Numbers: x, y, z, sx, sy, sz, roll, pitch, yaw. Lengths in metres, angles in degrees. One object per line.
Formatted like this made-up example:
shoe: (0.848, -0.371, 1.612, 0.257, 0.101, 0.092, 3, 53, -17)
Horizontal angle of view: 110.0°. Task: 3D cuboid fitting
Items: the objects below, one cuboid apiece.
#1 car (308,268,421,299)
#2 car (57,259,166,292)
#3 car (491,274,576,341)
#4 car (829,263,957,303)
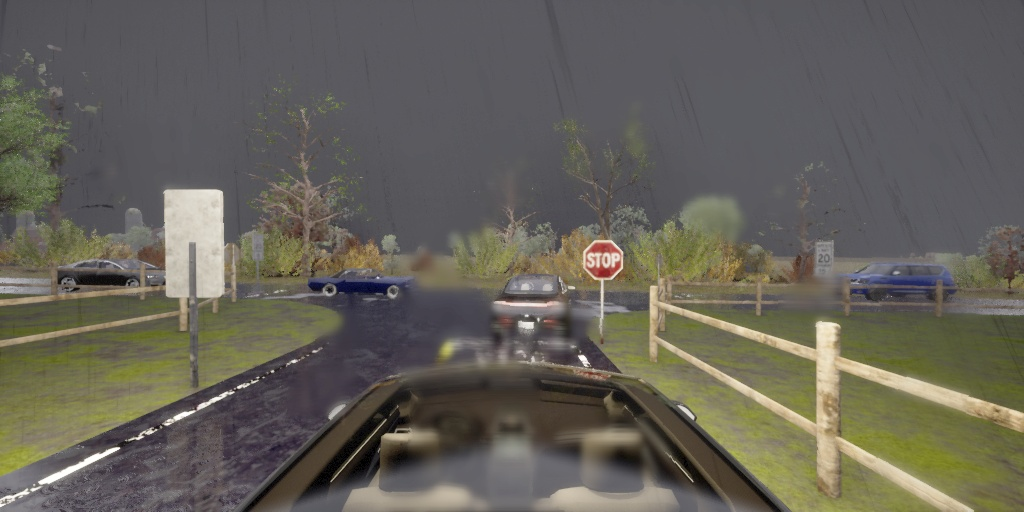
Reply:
car: (-6.818, 1.249, 16.947, 4.718, 1.301, 1.895, 1, 1, 0)
car: (-18.486, 0.886, 16.966, 4.902, 1.511, 2.128, 1, 1, 0)
car: (0.709, 1.240, 9.914, 2.128, 1.511, 4.902, 0, 0, 9)
car: (20.966, 1.430, 19.856, 5.566, 2.045, 2.150, 2, 1, 0)
